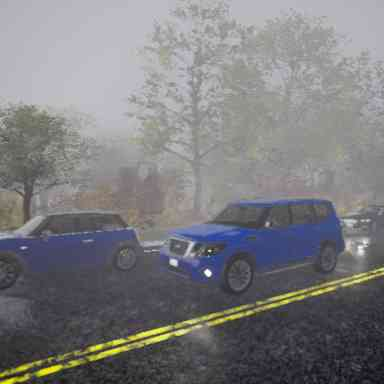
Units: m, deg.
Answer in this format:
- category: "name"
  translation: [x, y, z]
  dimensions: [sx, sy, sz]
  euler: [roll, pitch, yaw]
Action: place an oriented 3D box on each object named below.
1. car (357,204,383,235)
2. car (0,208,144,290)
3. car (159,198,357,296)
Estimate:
- category: "car"
  translation: [10.319, 1.475, 18.935]
  dimensions: [4.902, 1.511, 2.128]
  euler: [0, 0, -35]
- category: "car"
  translation: [-3.691, 1.308, 9.035]
  dimensions: [4.553, 1.767, 2.097]
  euler: [0, 0, -35]
- category: "car"
  translation: [1.851, 1.197, 8.977]
  dimensions: [5.566, 2.045, 2.150]
  euler: [0, 0, -35]
